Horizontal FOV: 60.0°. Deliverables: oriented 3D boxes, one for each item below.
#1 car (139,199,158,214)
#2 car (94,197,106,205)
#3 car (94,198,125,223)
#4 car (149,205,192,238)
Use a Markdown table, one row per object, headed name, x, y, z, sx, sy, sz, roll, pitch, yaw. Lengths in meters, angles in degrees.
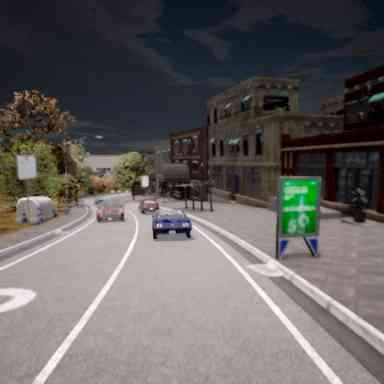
| name | x | y | z | sx | sy | sz | roll | pitch | yaw |
| --- | --- | --- | --- | --- | --- | --- | --- | --- | --- |
| car | -4.576 | 1.503 | 35.135 | 1.812 | 1.442 | 4.674 | -2 | 0 | -14 |
| car | -18.066 | 1.785 | 65.270 | 1.994 | 1.385 | 4.181 | -2 | 0 | -19 |
| car | -6.428 | 1.401 | 26.539 | 2.097 | 1.767 | 4.553 | -1 | 0 | -12 |
| car | -1.185 | 1.572 | 17.588 | 1.895 | 1.301 | 4.718 | -1 | 0 | -7 |
